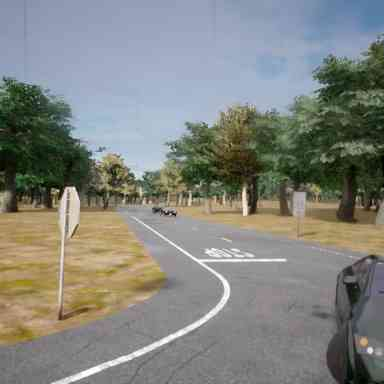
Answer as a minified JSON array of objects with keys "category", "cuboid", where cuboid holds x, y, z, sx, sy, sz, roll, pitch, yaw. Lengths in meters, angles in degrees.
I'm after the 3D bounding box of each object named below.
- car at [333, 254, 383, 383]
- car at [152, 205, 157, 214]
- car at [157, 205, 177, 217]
[{"category":"car","cuboid":[3.124,1.643,4.647,1.994,1.385,4.181,1,-1,22]},{"category":"car","cuboid":[-5.727,2.964,56.896,1.882,1.535,5.008,3,-2,-14]},{"category":"car","cuboid":[-3.470,2.853,48.049,1.895,1.301,4.718,3,-2,-13]}]
